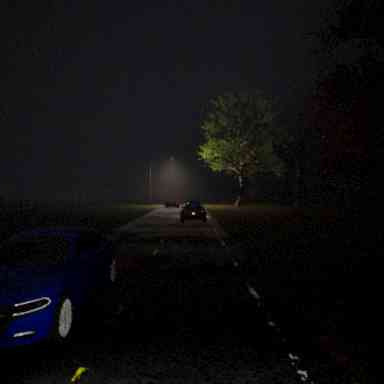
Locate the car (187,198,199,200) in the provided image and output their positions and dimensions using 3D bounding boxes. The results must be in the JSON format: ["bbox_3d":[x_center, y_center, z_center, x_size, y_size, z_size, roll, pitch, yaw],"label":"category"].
[{"bbox_3d":[0.109,1.476,42.683,1.882,1.535,5.008,0,0,0],"label":"car"}]

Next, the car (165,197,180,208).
[{"bbox_3d":[-2.741,1.501,47.421,1.882,1.535,5.008,0,0,0],"label":"car"}]

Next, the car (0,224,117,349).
[{"bbox_3d":[-2.848,1.480,6.680,1.882,1.535,5.008,0,0,0],"label":"car"}]

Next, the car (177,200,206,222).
[{"bbox_3d":[0.106,1.567,26.573,1.994,1.385,4.181,0,0,0],"label":"car"}]
